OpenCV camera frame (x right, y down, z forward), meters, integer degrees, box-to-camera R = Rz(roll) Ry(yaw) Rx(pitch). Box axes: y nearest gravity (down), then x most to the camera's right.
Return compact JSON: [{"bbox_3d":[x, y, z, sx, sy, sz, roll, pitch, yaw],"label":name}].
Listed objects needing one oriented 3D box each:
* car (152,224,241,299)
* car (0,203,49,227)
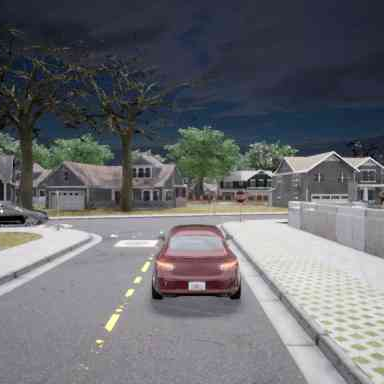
[{"bbox_3d":[0.087,1.527,8.295,1.812,1.442,4.674,0,0,0],"label":"car"},{"bbox_3d":[-11.485,1.442,20.448,4.902,1.511,2.128,0,0,-23],"label":"car"}]
